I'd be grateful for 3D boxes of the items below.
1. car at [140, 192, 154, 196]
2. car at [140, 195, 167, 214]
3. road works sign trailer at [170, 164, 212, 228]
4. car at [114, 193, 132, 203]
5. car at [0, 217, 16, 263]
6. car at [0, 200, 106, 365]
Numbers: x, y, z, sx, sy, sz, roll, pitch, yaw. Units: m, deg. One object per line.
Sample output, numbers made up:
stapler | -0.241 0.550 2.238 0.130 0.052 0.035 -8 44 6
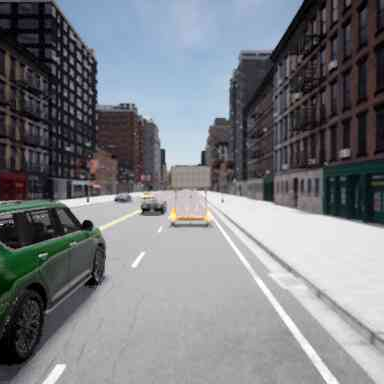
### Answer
car | -6.739 0.739 50.804 1.882 1.535 5.008 0 0 0
car | -3.244 1.172 29.208 1.895 1.301 4.718 0 1 0
road works sign trailer | -0.064 0.175 19.559 2.380 3.560 2.880 0 1 0
car | -9.983 0.840 48.657 2.033 1.411 5.357 0 1 0
car | -6.627 1.477 8.384 1.895 1.301 4.718 0 1 0
car | -3.168 1.134 5.813 2.150 2.045 5.566 0 1 0
